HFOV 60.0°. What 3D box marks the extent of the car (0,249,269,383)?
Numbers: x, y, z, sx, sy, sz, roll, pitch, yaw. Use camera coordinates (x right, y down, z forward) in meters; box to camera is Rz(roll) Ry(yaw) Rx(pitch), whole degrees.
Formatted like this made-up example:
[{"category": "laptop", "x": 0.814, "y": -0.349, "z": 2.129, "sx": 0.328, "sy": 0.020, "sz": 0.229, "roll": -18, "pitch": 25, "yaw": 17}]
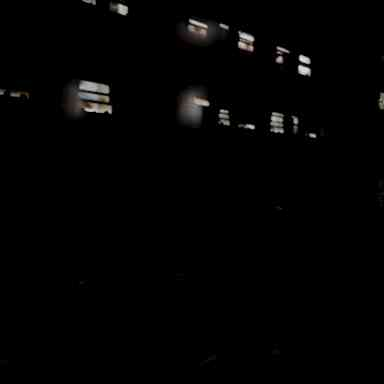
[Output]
[{"category": "car", "x": -1.637, "y": 1.353, "z": 1.895, "sx": 4.553, "sy": 1.767, "sz": 2.097, "roll": 0, "pitch": 0, "yaw": -35}]
